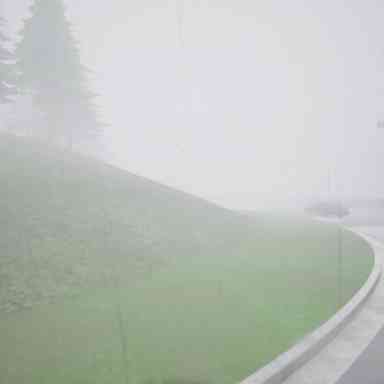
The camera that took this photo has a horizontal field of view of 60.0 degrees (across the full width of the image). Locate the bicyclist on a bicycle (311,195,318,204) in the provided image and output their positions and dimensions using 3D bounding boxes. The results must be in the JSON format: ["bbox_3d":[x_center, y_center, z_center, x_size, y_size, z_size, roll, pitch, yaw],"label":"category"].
[{"bbox_3d":[22.131,1.420,60.095,1.656,1.620,0.582,0,0,-20],"label":"bicyclist on a bicycle"}]

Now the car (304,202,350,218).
[{"bbox_3d":[12.529,1.609,31.315,2.033,1.411,5.357,0,0,-9],"label":"car"}]

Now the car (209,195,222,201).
[{"bbox_3d":[6.536,1.538,91.695,1.837,1.490,4.892,0,0,-20],"label":"car"}]

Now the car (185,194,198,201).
[{"bbox_3d":[-0.047,1.393,89.313,2.097,1.767,4.553,0,0,-20],"label":"car"}]

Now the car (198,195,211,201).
[{"bbox_3d":[3.240,1.538,90.518,1.837,1.490,4.892,0,0,-20],"label":"car"}]

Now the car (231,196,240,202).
[{"bbox_3d":[10.039,1.710,81.881,2.033,1.411,5.357,0,0,-20],"label":"car"}]

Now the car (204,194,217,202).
[{"bbox_3d":[3.446,1.649,79.528,1.882,1.535,5.008,0,0,-20],"label":"car"}]

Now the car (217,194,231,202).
[{"bbox_3d":[6.732,1.396,80.733,2.150,2.045,5.566,0,0,-20],"label":"car"}]

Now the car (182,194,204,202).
[{"bbox_3d":[0.140,1.396,78.380,2.150,2.045,5.566,0,0,-20],"label":"car"}]
